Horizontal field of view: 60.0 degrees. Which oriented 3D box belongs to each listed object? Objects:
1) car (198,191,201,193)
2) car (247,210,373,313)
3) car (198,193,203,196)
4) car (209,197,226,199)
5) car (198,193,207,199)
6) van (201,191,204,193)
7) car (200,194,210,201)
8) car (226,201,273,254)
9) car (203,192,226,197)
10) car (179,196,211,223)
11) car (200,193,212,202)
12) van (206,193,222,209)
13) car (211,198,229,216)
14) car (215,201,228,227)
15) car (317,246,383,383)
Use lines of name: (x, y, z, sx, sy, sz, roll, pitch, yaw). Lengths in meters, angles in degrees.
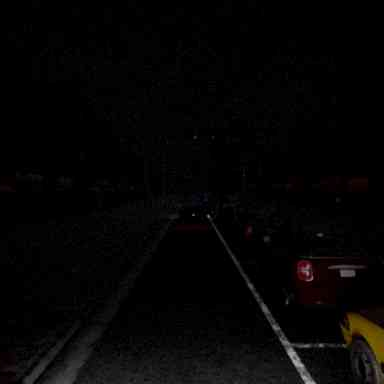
car: (2.629, 0.898, 57.474, 2.192, 1.841, 5.009, 0, 0, 0)
car: (2.636, 1.393, 7.562, 1.967, 1.590, 4.097, 0, 0, 0)
car: (0.092, 1.184, 41.108, 1.882, 1.535, 5.008, 0, 0, 0)
car: (2.633, 1.359, 29.749, 1.947, 1.339, 4.313, 0, 0, 0)
car: (2.623, 0.937, 85.202, 2.008, 1.369, 4.403, 0, 0, 0)
van: (2.630, 0.966, 51.929, 1.690, 1.788, 3.998, 0, 0, 0)
car: (2.627, 1.043, 68.567, 1.887, 1.381, 4.507, 0, 0, 0)
car: (2.635, 1.356, 13.109, 1.967, 1.590, 4.097, 0, 0, 0)
car: (2.632, 1.066, 35.292, 2.192, 1.841, 5.009, 0, 0, 0)
car: (0.095, 1.315, 23.873, 1.882, 1.535, 5.008, 0, 1, 0)
car: (2.628, 0.981, 63.021, 1.967, 1.590, 4.097, 0, 0, 0)
van: (2.631, 1.050, 40.838, 1.690, 1.788, 3.998, 0, 0, 0)
car: (2.634, 1.385, 24.202, 2.008, 1.369, 4.403, 0, 0, 0)
car: (2.635, 1.427, 18.657, 2.008, 1.369, 4.403, 0, 0, 0)
car: (2.636, 1.511, 2.187, 1.752, 1.417, 4.829, 0, 0, 0)
